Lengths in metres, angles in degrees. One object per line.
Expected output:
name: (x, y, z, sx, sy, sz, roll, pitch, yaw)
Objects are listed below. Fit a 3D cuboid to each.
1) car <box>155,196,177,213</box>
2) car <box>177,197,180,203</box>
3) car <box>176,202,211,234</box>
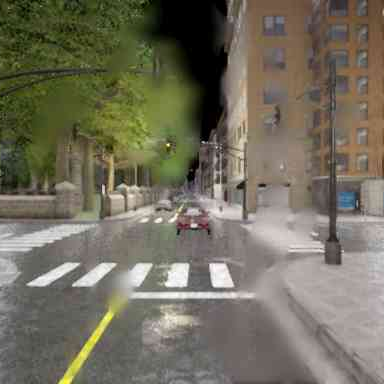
car: (-3.099, 1.546, 37.827, 2.033, 1.411, 5.357, 0, 0, 0)
car: (-3.075, 1.482, 54.696, 1.837, 1.490, 4.892, 0, 0, 0)
car: (0.095, 1.537, 19.287, 1.812, 1.442, 4.674, 0, 0, 0)
